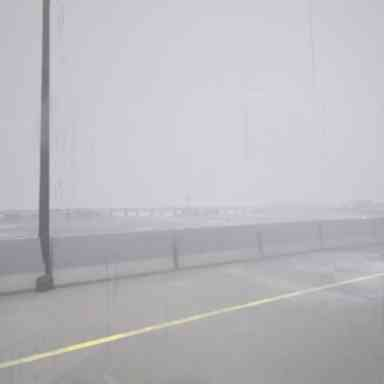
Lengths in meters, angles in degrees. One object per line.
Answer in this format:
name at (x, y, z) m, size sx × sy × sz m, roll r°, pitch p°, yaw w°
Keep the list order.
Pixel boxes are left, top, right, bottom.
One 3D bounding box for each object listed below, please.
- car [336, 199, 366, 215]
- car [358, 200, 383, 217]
car at (18.705, 1.658, 37.813) m, size 4.553 × 1.767 × 2.097 m, roll 1°, pitch 0°, yaw -23°
car at (20.476, 1.858, 34.818) m, size 5.357 × 1.411 × 2.033 m, roll 1°, pitch 0°, yaw -23°
